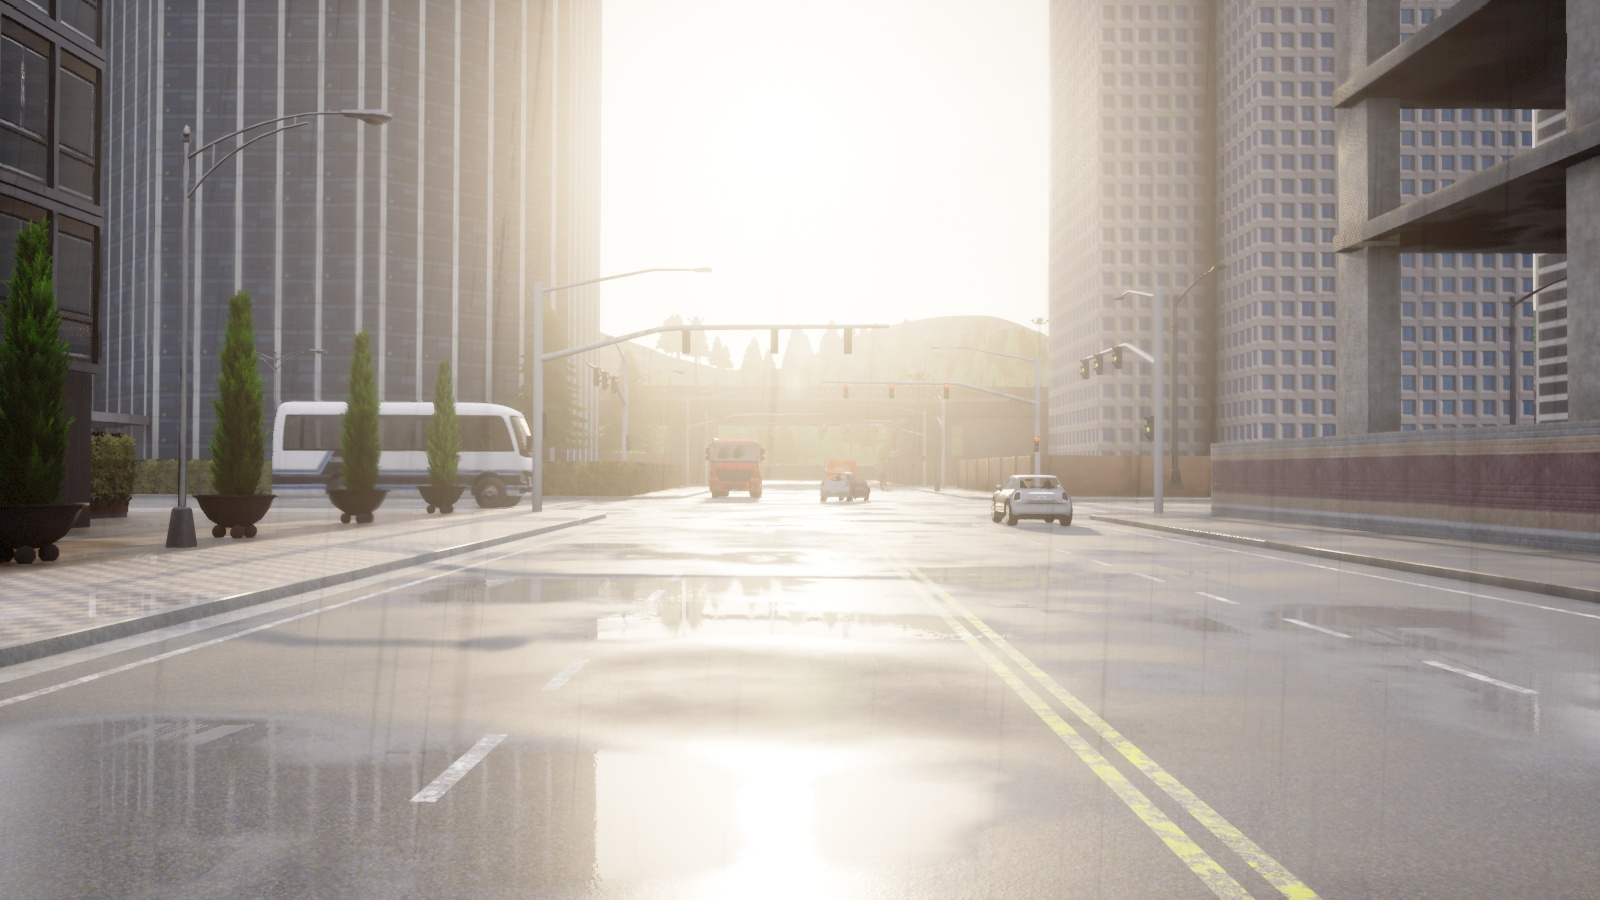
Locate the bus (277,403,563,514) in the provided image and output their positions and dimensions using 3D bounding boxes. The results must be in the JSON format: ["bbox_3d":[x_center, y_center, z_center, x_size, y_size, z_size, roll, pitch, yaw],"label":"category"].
[{"bbox_3d":[-15.034,0.343,50.457,10.273,4.253,3.944,0,-1,-1],"label":"bus"}]

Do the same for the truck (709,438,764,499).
[{"bbox_3d":[-3.695,1.100,74.778,2.891,3.462,7.936,0,-1,0],"label":"truck"}]

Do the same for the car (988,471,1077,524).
[{"bbox_3d":[6.904,1.383,37.640,1.970,1.475,3.806,0,-1,0],"label":"car"}]

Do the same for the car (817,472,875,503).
[{"bbox_3d":[2.403,1.899,64.495,1.845,1.501,3.633,0,-1,21],"label":"car"}]

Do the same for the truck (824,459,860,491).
[{"bbox_3d":[3.248,1.956,97.989,2.627,2.467,5.204,0,-1,0],"label":"truck"}]
